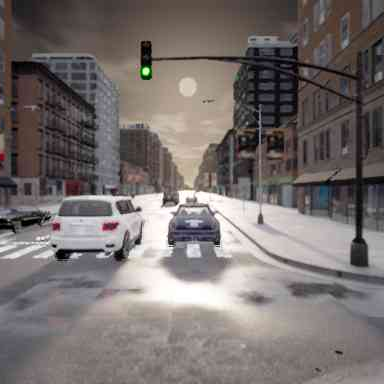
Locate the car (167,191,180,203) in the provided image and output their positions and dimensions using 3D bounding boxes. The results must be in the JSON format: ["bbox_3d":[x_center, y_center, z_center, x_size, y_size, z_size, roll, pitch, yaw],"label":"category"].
[{"bbox_3d":[-3.308,0.824,59.981,2.150,2.045,5.566,0,0,0],"label":"car"}]

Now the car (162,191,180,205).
[{"bbox_3d":[-3.212,0.894,49.591,2.150,2.045,5.566,0,0,0],"label":"car"}]

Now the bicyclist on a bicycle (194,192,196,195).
[{"bbox_3d":[0.800,0.831,92.164,0.866,1.612,1.509,0,0,0],"label":"bicyclist on a bicycle"}]

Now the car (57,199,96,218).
[{"bbox_3d":[-9.890,1.376,28.771,1.994,1.385,4.181,0,0,-1],"label":"car"}]

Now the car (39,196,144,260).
[{"bbox_3d":[-3.163,1.142,12.156,2.150,2.045,5.566,0,0,0],"label":"car"}]

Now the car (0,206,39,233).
[{"bbox_3d":[-9.868,1.479,18.741,1.895,1.301,4.718,0,0,0],"label":"car"}]

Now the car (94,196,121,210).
[{"bbox_3d":[-9.865,1.247,39.173,1.837,1.490,4.892,0,0,0],"label":"car"}]

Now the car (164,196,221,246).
[{"bbox_3d":[0.085,1.256,14.794,2.097,1.767,4.553,0,0,0],"label":"car"}]
